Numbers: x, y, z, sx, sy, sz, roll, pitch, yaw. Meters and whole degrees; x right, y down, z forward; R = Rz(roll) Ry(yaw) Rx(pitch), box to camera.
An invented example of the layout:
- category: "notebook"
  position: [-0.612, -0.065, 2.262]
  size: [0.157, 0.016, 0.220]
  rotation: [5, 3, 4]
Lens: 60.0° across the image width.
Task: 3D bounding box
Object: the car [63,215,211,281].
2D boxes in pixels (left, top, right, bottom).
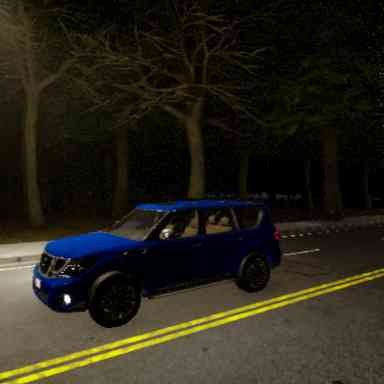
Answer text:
- category: "car"
  position: [-1.644, 1.573, 10.494]
  size: [4.181, 1.385, 1.994]
  rotation: [0, 0, -35]

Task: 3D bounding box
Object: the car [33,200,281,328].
- category: "car"
  position: [-0.416, 1.229, 7.380]
  size: [5.566, 2.045, 2.150]
  rotation: [0, 0, -35]
